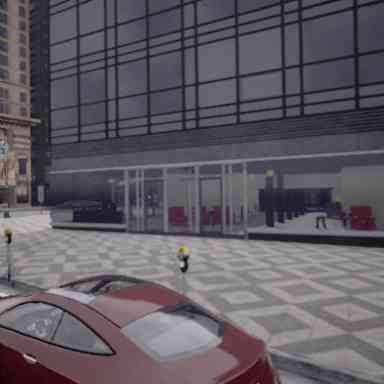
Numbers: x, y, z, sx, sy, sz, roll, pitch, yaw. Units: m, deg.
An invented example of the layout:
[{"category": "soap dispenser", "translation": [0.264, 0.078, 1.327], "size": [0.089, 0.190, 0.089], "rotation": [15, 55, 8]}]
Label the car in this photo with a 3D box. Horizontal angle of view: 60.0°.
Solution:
[{"category": "car", "translation": [-1.161, 1.615, 3.683], "size": [4.206, 1.307, 1.802], "rotation": [-1, -1, 36]}]
